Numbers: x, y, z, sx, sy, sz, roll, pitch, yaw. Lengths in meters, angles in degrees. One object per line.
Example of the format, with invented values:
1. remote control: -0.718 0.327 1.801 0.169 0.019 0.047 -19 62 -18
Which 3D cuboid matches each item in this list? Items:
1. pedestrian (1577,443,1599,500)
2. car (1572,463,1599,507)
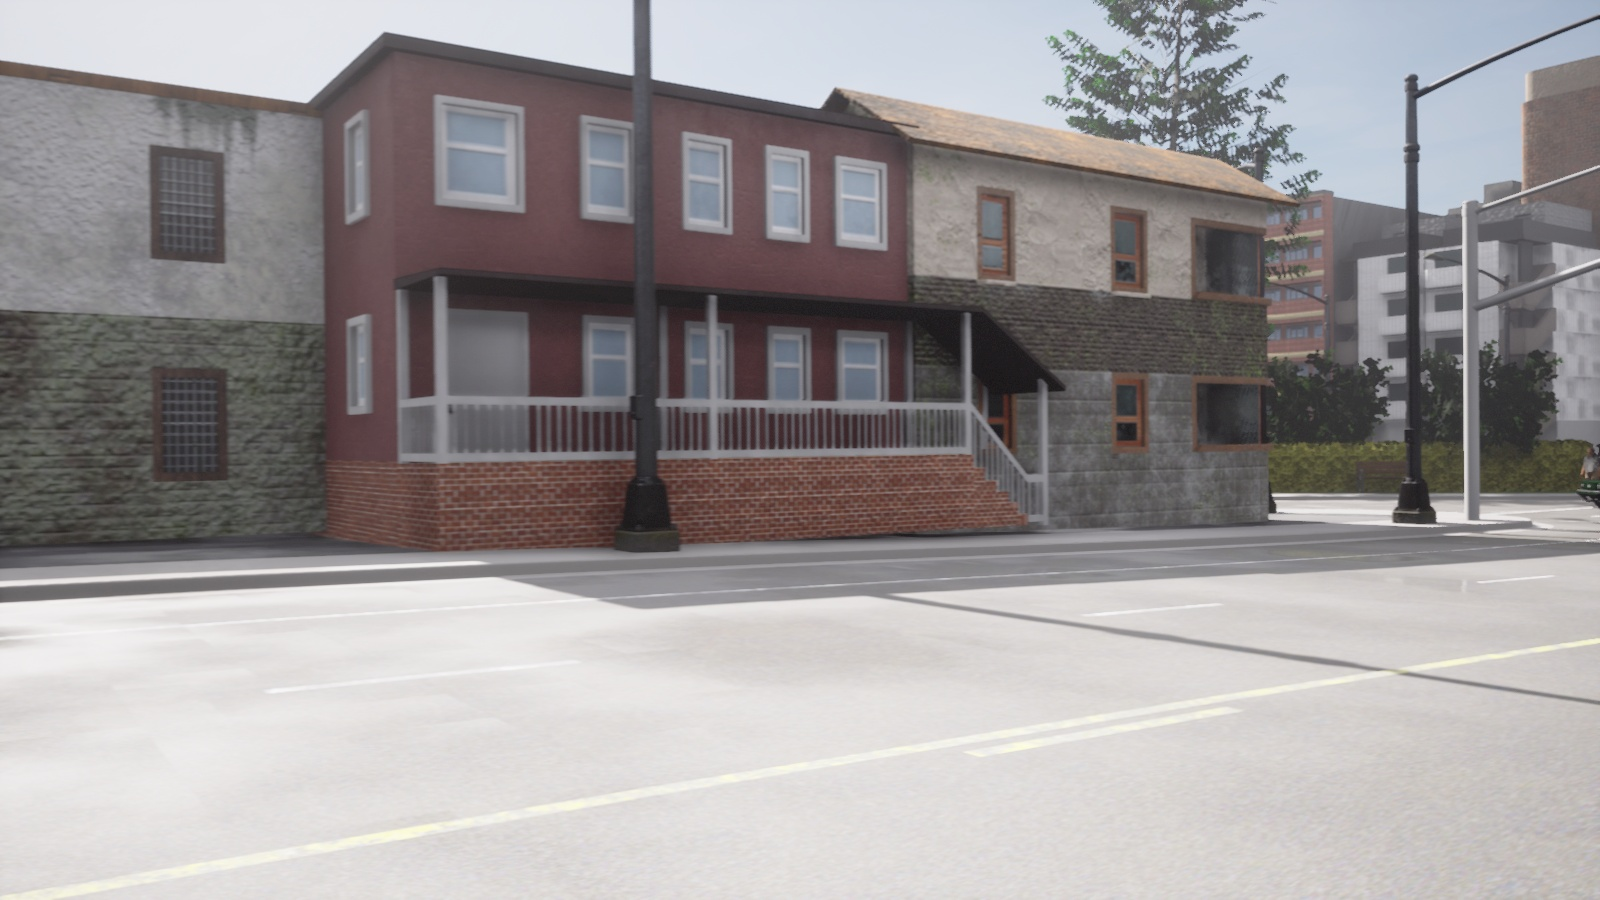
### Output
1. pedestrian: 26.014 0.694 41.227 0.694 1.848 0.540 -1 0 -18
2. car: 26.567 1.039 38.388 4.718 1.301 1.895 -1 0 15
